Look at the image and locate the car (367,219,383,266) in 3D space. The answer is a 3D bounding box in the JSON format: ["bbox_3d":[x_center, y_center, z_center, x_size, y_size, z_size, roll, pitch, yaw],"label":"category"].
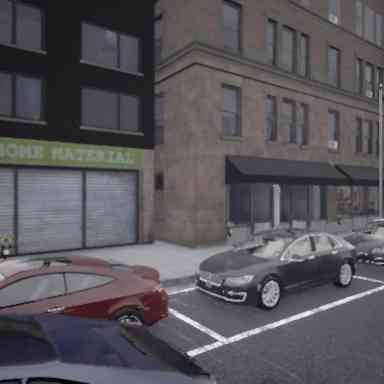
[{"bbox_3d":[6.508,1.560,10.827,4.403,1.369,2.008,0,0,-35],"label":"car"}]

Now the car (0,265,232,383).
[{"bbox_3d":[-1.755,1.563,1.819,4.181,1.385,1.994,0,0,-35],"label":"car"}]

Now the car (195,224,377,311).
[{"bbox_3d":[2.101,1.556,7.685,4.403,1.369,2.008,0,0,-35],"label":"car"}]

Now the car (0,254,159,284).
[{"bbox_3d":[-2.307,1.583,4.543,4.206,1.307,1.802,0,0,-35],"label":"car"}]
